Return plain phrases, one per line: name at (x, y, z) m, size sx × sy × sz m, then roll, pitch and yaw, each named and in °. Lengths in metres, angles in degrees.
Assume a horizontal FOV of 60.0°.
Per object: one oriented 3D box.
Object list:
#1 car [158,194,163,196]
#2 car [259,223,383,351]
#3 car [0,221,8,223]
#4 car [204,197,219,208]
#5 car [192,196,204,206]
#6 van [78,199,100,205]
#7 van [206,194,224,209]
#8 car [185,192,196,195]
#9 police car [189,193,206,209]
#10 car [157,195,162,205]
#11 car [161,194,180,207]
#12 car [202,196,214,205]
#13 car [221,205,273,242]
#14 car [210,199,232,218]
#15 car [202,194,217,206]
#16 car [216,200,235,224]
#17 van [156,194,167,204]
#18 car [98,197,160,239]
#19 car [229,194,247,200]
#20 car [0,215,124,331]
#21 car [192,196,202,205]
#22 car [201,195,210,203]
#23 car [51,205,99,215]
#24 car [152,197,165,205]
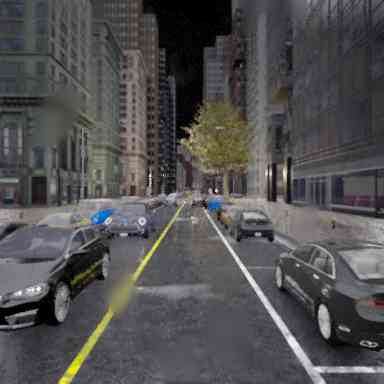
car at (-5.780, 1.484, 52.711) m, size 1.887 × 1.381 × 4.507 m, roll 0°, pitch 0°, yaw 0°
car at (2.759, 1.542, 6.173) m, size 2.008 × 1.369 × 4.403 m, roll 0°, pitch 0°, yaw 0°
car at (-5.767, 1.552, 9.404) m, size 1.947 × 1.339 × 4.313 m, roll 0°, pitch 0°, yaw 0°
car at (2.747, 1.494, 47.779) m, size 2.008 × 1.369 × 4.403 m, roll 0°, pitch 0°, yaw 0°
car at (0.885, 1.394, 54.107) m, size 1.801 × 1.575 × 5.366 m, roll 0°, pitch 0°, yaw 0°
van at (-5.770, 1.314, 20.230) m, size 1.690 × 1.788 × 3.998 m, roll 0°, pitch 0°, yaw 0°
van at (2.749, 1.294, 37.201) m, size 1.690 × 1.788 × 3.998 m, roll 0°, pitch 0°, yaw 0°
car at (1.304, 1.215, 77.946) m, size 1.882 × 1.535 × 5.008 m, roll 0°, pitch 1°, yaw 36°
police car at (0.887, 1.372, 44.027) m, size 1.930 × 1.638 × 5.238 m, roll 0°, pitch 0°, yaw 0°
car at (-5.778, 1.526, 47.297) m, size 1.802 × 1.307 × 4.206 m, roll 0°, pitch 0°, yaw 0°
car at (-3.091, 1.468, 49.073) m, size 1.812 × 1.442 × 4.674 m, roll 0°, pitch 0°, yaw 0°
car at (2.744, 1.481, 58.357) m, size 1.887 × 1.381 × 4.507 m, roll 0°, pitch 0°, yaw 0°
car at (2.756, 1.528, 16.045) m, size 2.008 × 1.369 × 4.403 m, roll 0°, pitch 0°, yaw 0°
car at (2.753, 1.531, 26.624) m, size 1.947 × 1.339 × 4.313 m, roll 0°, pitch 0°, yaw 0°
car at (2.745, 1.254, 53.068) m, size 2.192 × 1.841 × 5.009 m, roll 0°, pitch 0°, yaw 0°
car at (2.755, 1.496, 21.504) m, size 1.752 × 1.417 × 4.829 m, roll 0°, pitch 0°, yaw 0°
van at (-5.784, 1.274, 63.537) m, size 1.690 × 1.788 × 3.998 m, roll 0°, pitch 0°, yaw 0°
car at (-3.055, 1.328, 17.177) m, size 2.097 × 1.767 × 4.553 m, roll 0°, pitch 0°, yaw 0°
car at (10.938, 1.104, 80.708) m, size 4.902 × 1.511 × 2.128 m, roll -1°, pitch 0°, yaw 0°
car at (-3.094, 1.481, 7.143) m, size 2.128 × 1.511 × 4.902 m, roll 0°, pitch 0°, yaw 0°
car at (0.883, 1.440, 59.917) m, size 1.837 × 1.490 × 4.892 m, roll 0°, pitch 0°, yaw 0°
car at (2.747, 1.456, 69.108) m, size 1.752 × 1.417 × 4.829 m, roll 0°, pitch 0°, yaw 0°
car at (-5.768, 1.505, 14.648) m, size 1.752 × 1.417 × 4.829 m, roll 0°, pitch 0°, yaw 0°
car at (-5.781, 1.502, 58.124) m, size 1.947 × 1.339 × 4.313 m, roll 0°, pitch 0°, yaw 0°
